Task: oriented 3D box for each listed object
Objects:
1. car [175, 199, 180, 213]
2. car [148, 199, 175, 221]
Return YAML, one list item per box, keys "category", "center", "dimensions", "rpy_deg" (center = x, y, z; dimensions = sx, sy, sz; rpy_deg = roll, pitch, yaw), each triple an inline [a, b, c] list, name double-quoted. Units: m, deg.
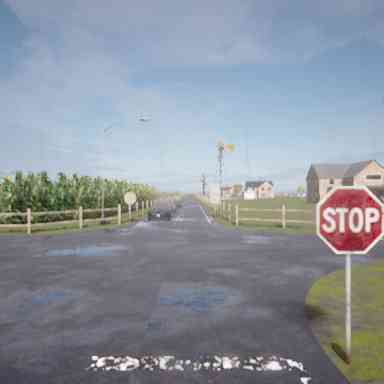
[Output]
- category: "car"
  center: [-2.776, 1.757, 39.710]
  dimensions: [1.812, 1.442, 4.674]
  rpy_deg: [0, 0, 0]
- category: "car"
  center: [-2.766, 1.644, 29.371]
  dimensions: [1.882, 1.535, 5.008]
  rpy_deg: [0, 0, -1]
